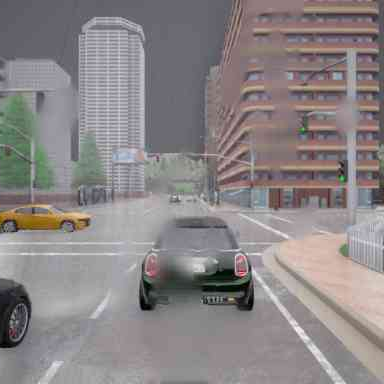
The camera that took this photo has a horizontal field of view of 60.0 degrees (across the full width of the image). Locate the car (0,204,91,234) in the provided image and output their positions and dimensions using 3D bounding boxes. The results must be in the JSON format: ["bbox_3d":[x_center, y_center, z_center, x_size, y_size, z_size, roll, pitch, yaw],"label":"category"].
[{"bbox_3d":[-8.270,1.460,18.665,5.008,1.535,1.882,0,0,-1],"label":"car"}]

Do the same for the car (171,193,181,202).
[{"bbox_3d":[-3.643,1.219,76.086,2.150,2.045,5.566,0,0,0],"label":"car"}]

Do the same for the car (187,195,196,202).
[{"bbox_3d":[-0.144,1.518,76.344,1.812,1.442,4.674,0,0,0],"label":"car"}]

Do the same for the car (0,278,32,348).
[{"bbox_3d":[-3.431,1.526,3.317,1.812,1.442,4.674,0,0,0],"label":"car"}]

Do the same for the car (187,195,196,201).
[{"bbox_3d":[-0.161,1.506,85.343,2.128,1.511,4.902,0,0,0],"label":"car"}]

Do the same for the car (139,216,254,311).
[{"bbox_3d":[0.098,1.352,7.936,2.097,1.767,4.553,0,0,1],"label":"car"}]

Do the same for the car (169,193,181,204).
[{"bbox_3d":[-3.525,1.491,66.085,2.128,1.511,4.902,0,0,0],"label":"car"}]
